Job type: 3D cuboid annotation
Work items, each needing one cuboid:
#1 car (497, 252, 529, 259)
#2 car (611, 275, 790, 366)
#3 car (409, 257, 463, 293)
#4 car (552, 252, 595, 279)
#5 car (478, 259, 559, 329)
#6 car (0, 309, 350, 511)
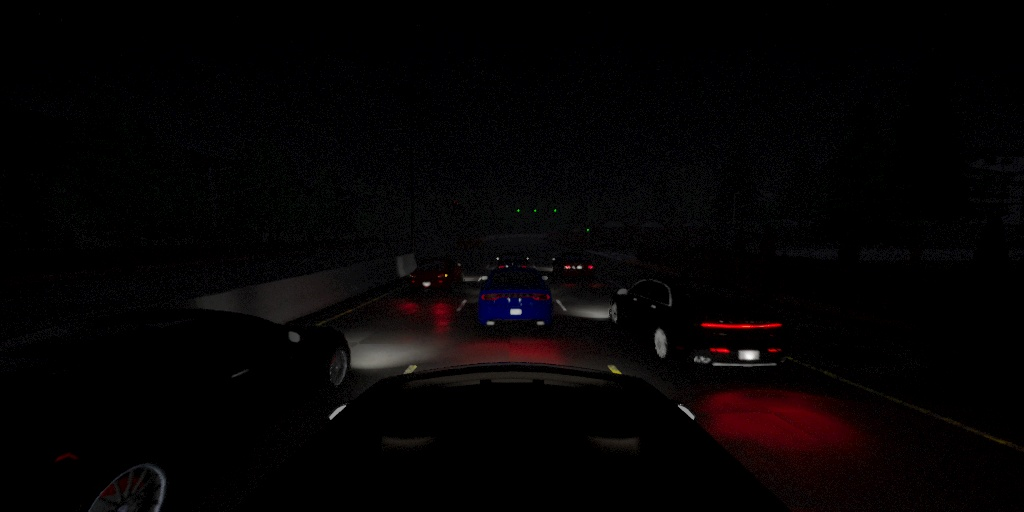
[{"bbox_3d":[0.045,0.458,21.733,2.033,1.411,5.357,0,4,0],"label":"car"},{"bbox_3d":[3.593,1.171,7.851,1.837,1.490,4.892,0,2,0],"label":"car"},{"bbox_3d":[-3.436,0.783,16.679,1.812,1.442,4.674,0,4,0],"label":"car"},{"bbox_3d":[3.544,0.485,21.365,2.033,1.411,5.357,0,4,0],"label":"car"},{"bbox_3d":[0.085,1.045,10.710,1.882,1.535,5.008,0,2,0],"label":"car"},{"bbox_3d":[-3.401,1.266,3.617,1.812,1.442,4.674,0,1,0],"label":"car"}]
